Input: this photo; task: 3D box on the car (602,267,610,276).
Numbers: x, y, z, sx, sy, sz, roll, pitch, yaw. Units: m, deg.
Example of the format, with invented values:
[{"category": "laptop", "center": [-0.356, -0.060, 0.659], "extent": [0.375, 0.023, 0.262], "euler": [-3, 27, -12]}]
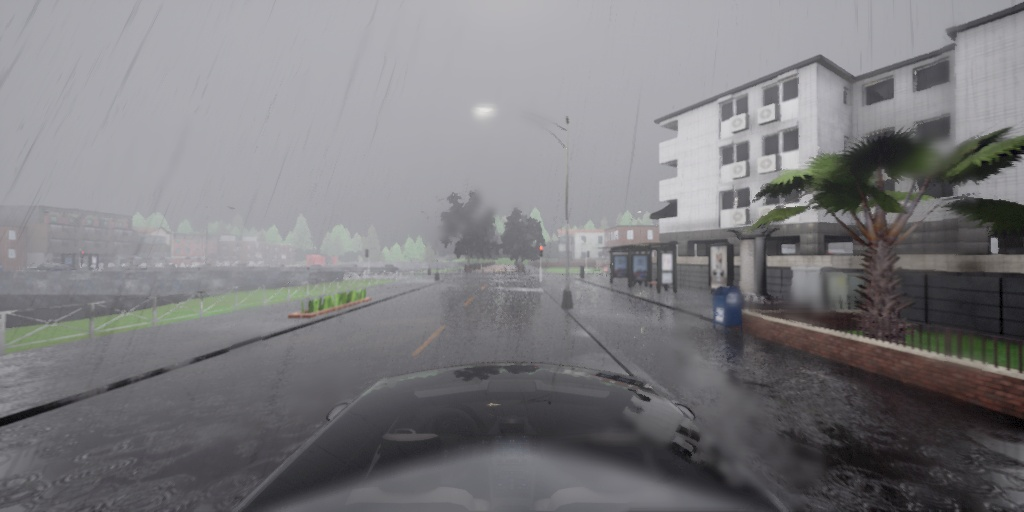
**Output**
[{"category": "car", "center": [12.591, 1.547, 39.977], "extent": [4.718, 1.301, 1.895], "euler": [0, -1, 0]}]

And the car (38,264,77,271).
[{"category": "car", "center": [-50.608, 1.530, 39.923], "extent": [4.718, 1.301, 1.895], "euler": [0, -1, 0]}]
